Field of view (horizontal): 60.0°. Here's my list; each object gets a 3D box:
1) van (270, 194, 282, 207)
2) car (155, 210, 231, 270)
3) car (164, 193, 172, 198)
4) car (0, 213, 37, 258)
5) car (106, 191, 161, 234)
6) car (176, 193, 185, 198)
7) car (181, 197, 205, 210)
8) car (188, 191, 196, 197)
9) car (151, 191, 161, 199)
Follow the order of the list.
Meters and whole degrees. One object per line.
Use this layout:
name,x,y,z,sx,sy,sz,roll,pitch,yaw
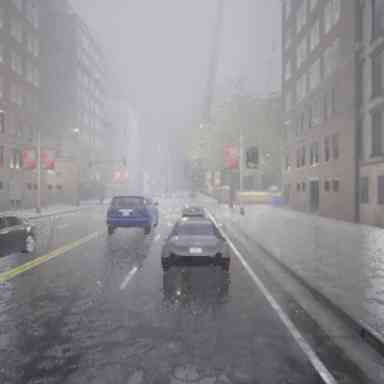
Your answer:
van,12.161,1.186,43.123,3.998,1.788,1.690,0,0,1
car,0.100,1.508,10.791,1.994,1.385,4.181,0,0,0
car,-6.508,0.973,91.650,1.882,1.535,5.008,0,0,0
car,-6.601,1.452,10.324,1.837,1.490,4.892,0,0,0
car,-3.151,1.126,18.516,2.150,2.045,5.566,0,0,0
car,-3.257,0.992,90.753,2.128,1.511,4.902,0,0,0
car,0.097,1.411,26.741,2.033,1.411,5.357,0,0,0
car,-0.007,0.967,90.754,1.837,1.490,4.892,0,0,0
car,-9.758,0.720,91.618,2.150,2.045,5.566,0,0,0
